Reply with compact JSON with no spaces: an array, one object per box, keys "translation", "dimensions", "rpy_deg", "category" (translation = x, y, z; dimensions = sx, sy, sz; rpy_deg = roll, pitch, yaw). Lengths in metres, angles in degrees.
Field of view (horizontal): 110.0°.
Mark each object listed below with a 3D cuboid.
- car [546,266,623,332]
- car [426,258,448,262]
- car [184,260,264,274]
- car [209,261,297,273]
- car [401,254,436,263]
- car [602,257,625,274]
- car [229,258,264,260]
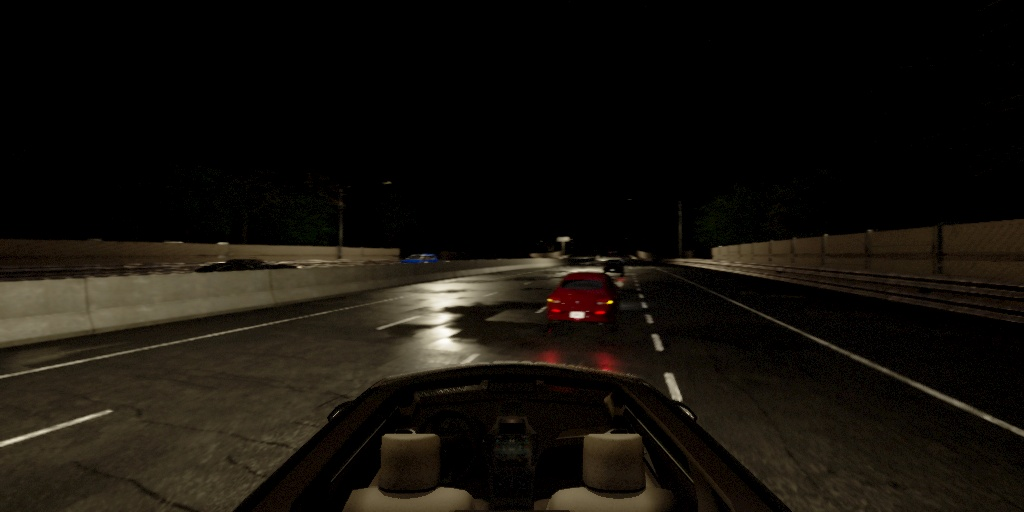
[{"translation":[2.227,1.200,10.625],"dimensions":[1.812,1.442,4.674],"rpy_deg":[0,0,18],"category":"car"},{"translation":[-7.043,1.146,39.327],"dimensions":[1.895,1.301,4.718],"rpy_deg":[0,0,18],"category":"car"},{"translation":[-16.713,1.180,20.665],"dimensions":[1.837,1.490,4.892],"rpy_deg":[0,0,18],"category":"car"},{"translation":[-13.335,1.194,19.737],"dimensions":[1.812,1.442,4.674],"rpy_deg":[0,0,17],"category":"car"},{"translation":[-10.383,0.787,40.373],"dimensions":[2.150,2.045,5.566],"rpy_deg":[0,0,18],"category":"car"},{"translation":[9.412,1.037,33.322],"dimensions":[1.812,1.442,4.674],"rpy_deg":[0,0,18],"category":"car"},{"translation":[-18.556,1.132,26.398],"dimensions":[2.128,1.511,4.902],"rpy_deg":[0,0,18],"category":"car"}]
